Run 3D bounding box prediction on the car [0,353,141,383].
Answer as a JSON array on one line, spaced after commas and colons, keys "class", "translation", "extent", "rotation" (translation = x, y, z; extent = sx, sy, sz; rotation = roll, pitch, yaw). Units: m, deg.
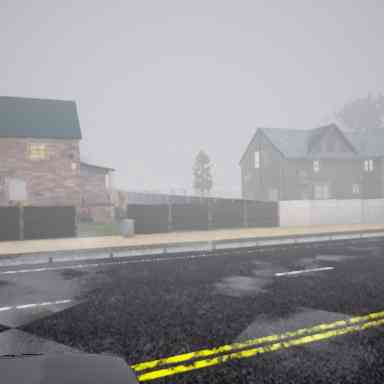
[{"class": "car", "translation": [-2.659, 1.550, 1.364], "extent": [5.357, 1.411, 2.033], "rotation": [0, 0, -24]}]
